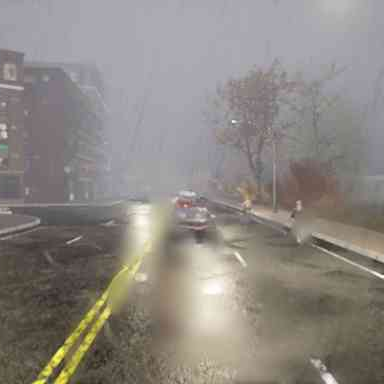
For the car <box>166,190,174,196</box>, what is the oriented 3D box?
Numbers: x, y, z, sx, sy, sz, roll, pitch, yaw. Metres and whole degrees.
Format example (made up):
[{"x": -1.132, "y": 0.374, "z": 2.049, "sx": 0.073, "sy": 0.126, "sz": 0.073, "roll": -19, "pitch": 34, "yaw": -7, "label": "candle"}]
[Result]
[{"x": -6.135, "y": 0.190, "z": 90.849, "sx": 1.882, "sy": 1.535, "sz": 5.008, "roll": 0, "pitch": 1, "yaw": -8, "label": "car"}]

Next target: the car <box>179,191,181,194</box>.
[{"x": -2.352, "y": 0.384, "z": 86.994, "sx": 1.812, "sy": 1.442, "sz": 4.674, "roll": 0, "pitch": 1, "yaw": -7, "label": "car"}]

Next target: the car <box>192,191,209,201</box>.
[{"x": 1.400, "y": 0.949, "z": 50.585, "sx": 1.895, "sy": 1.301, "sz": 4.718, "roll": 0, "pitch": 1, "yaw": -4, "label": "car"}]

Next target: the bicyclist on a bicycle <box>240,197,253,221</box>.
[{"x": 3.750, "y": 1.145, "z": 22.656, "sx": 0.866, "sy": 1.612, "sz": 1.509, "roll": 0, "pitch": 1, "yaw": -2, "label": "bicyclist on a bicycle"}]

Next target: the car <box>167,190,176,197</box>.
[{"x": -4.879, "y": 0.538, "z": 80.918, "sx": 1.895, "sy": 1.301, "sz": 4.718, "roll": 0, "pitch": 1, "yaw": -7, "label": "car"}]

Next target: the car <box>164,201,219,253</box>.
[{"x": -0.063, "y": 1.327, "z": 12.877, "sx": 2.128, "sy": 1.511, "sz": 4.902, "roll": 0, "pitch": 1, "yaw": -1, "label": "car"}]

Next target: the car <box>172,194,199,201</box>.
[{"x": -0.660, "y": 1.170, "z": 30.819, "sx": 1.994, "sy": 1.385, "sz": 4.181, "roll": 0, "pitch": 1, "yaw": -3, "label": "car"}]

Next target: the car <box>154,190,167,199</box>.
[{"x": -6.709, "y": 0.680, "z": 67.796, "sx": 1.994, "sy": 1.385, "sz": 4.181, "roll": 0, "pitch": 1, "yaw": -6, "label": "car"}]

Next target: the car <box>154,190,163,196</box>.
[{"x": -8.510, "y": 0.237, "z": 83.852, "sx": 2.128, "sy": 1.511, "sz": 4.902, "roll": 0, "pitch": 1, "yaw": -7, "label": "car"}]

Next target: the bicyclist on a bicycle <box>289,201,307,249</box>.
[{"x": 3.990, "y": 1.208, "z": 12.635, "sx": 0.659, "sy": 1.776, "sz": 1.843, "roll": 0, "pitch": 1, "yaw": -1, "label": "bicyclist on a bicycle"}]

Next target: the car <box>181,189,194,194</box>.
[{"x": -0.545, "y": 0.295, "z": 71.425, "sx": 2.150, "sy": 2.045, "sz": 5.566, "roll": 0, "pitch": 1, "yaw": -6, "label": "car"}]
